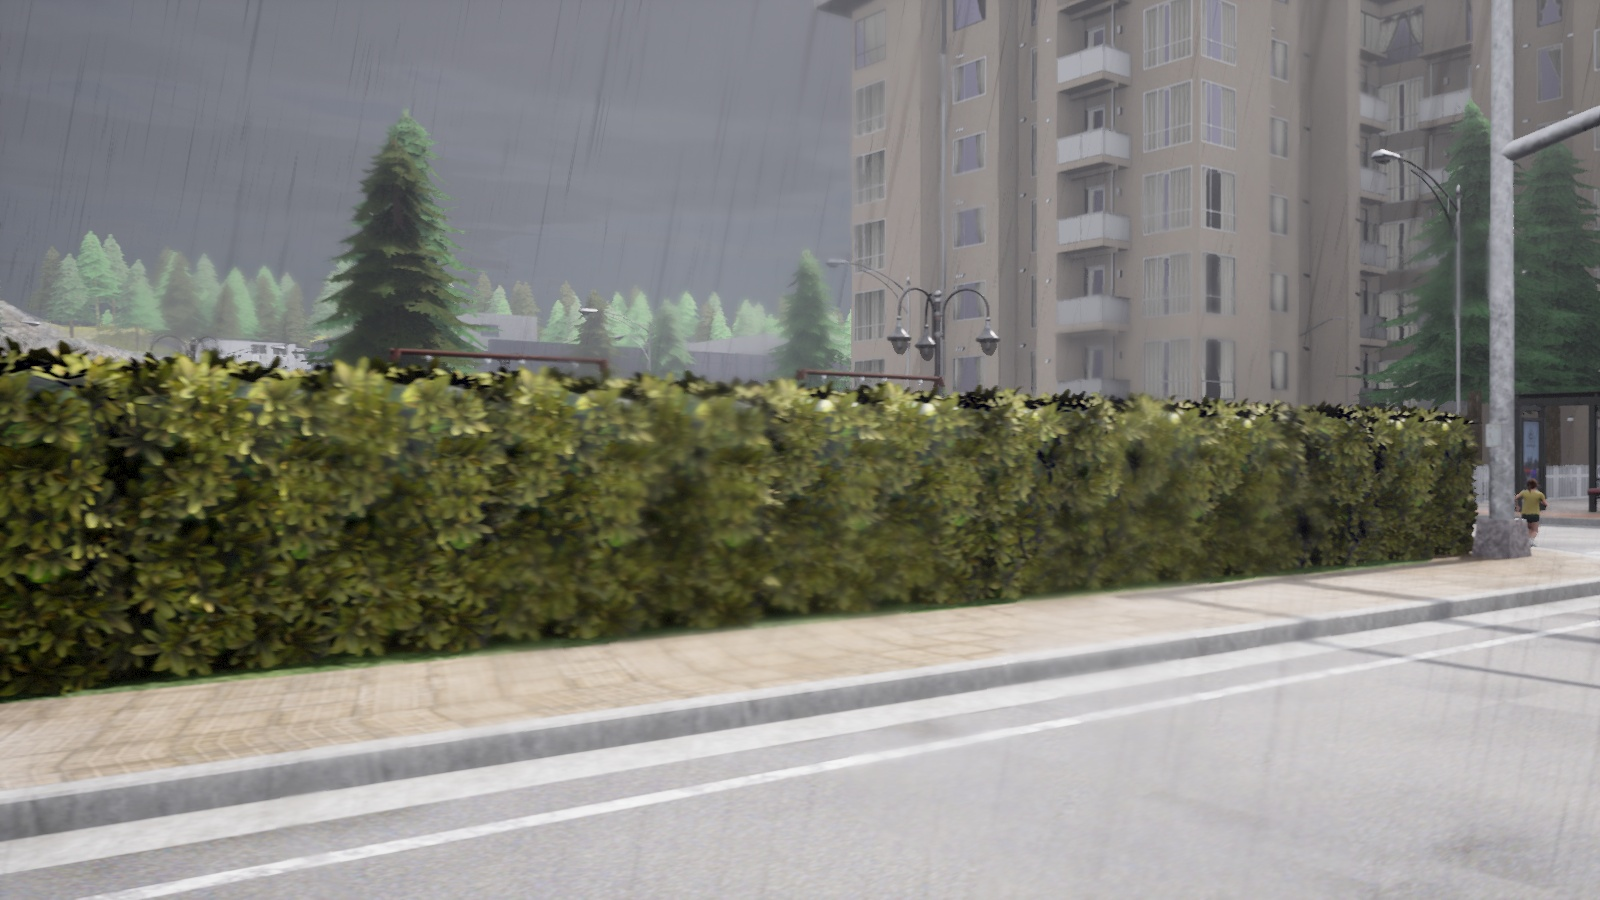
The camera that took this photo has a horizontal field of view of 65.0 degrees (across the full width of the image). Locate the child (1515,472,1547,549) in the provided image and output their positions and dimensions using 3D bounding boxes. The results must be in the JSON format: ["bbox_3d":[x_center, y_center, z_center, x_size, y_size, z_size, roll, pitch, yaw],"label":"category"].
[{"bbox_3d":[10.780,0.890,18.512,0.394,1.110,0.255,0,0,-34],"label":"child"}]
